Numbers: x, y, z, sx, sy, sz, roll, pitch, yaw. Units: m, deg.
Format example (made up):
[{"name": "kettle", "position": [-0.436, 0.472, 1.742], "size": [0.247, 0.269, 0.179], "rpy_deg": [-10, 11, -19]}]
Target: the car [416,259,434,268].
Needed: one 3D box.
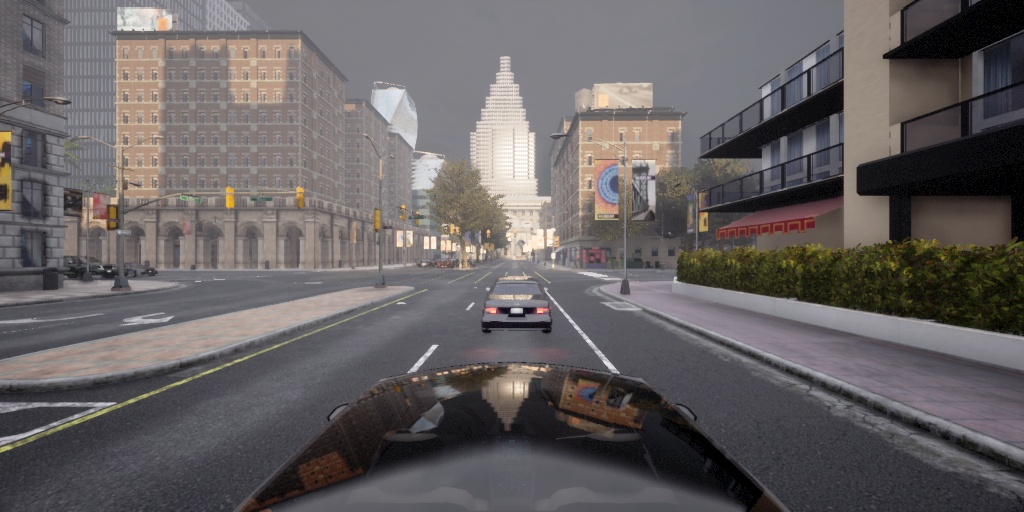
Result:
[{"name": "car", "position": [-14.535, 1.242, 61.520], "size": [2.128, 1.511, 4.902], "rpy_deg": [0, 0, 1]}]

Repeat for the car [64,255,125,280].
[{"name": "car", "position": [-37.615, 0.971, 31.029], "size": [5.566, 2.045, 2.150], "rpy_deg": [0, 0, 0]}]

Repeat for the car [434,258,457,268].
[{"name": "car", "position": [-11.065, 1.102, 59.635], "size": [2.097, 1.767, 4.553], "rpy_deg": [0, 0, 1]}]

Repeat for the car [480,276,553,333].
[{"name": "car", "position": [0.143, 1.297, 10.709], "size": [2.033, 1.411, 5.357], "rpy_deg": [0, 0, 1]}]

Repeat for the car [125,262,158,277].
[{"name": "car", "position": [-36.838, 1.314, 34.530], "size": [4.181, 1.385, 1.994], "rpy_deg": [0, 0, 0]}]
